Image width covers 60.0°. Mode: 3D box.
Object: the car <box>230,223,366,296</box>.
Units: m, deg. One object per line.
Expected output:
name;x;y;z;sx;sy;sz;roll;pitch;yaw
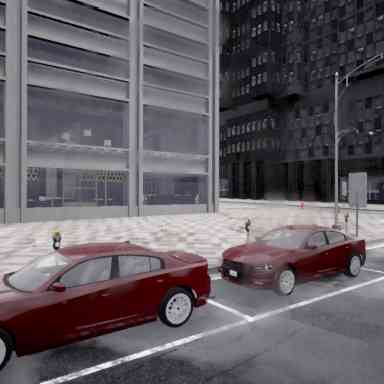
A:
car;2.736;1.545;8.635;4.507;1.381;1.887;0;0;-36

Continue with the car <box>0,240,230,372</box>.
car;-1.755;1.545;5.416;4.507;1.381;1.887;0;0;-36
